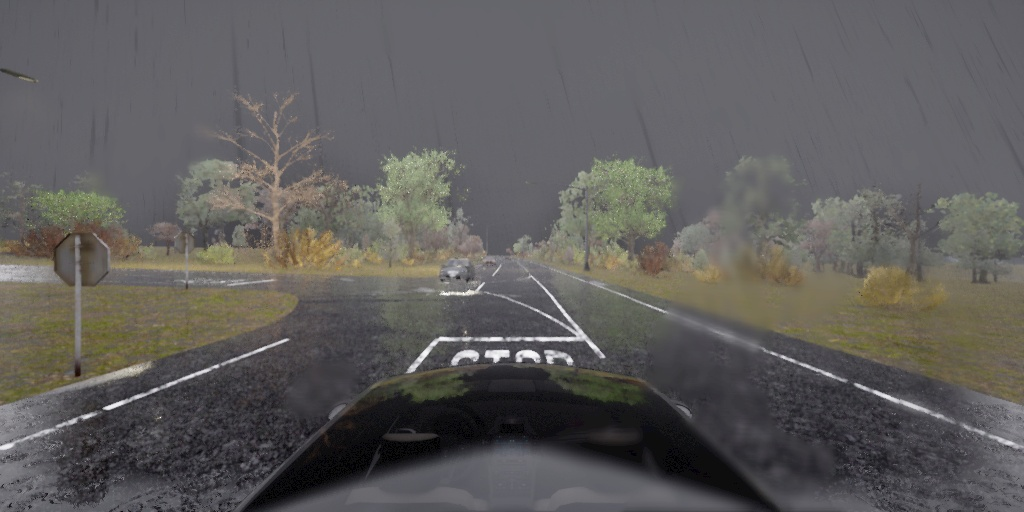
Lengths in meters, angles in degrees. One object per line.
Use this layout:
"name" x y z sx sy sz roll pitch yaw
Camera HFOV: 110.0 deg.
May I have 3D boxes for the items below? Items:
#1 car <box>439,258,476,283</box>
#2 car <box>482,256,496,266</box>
"car" -3.480 0.893 23.542 2.128 1.511 4.902 1 0 0
"car" -3.659 0.738 58.408 2.097 1.767 4.553 0 0 -1
